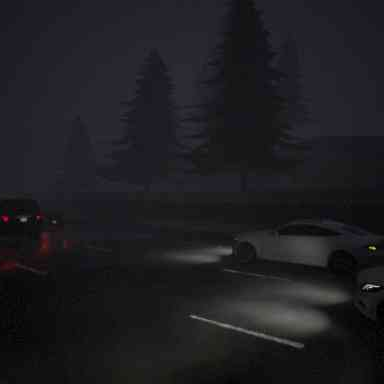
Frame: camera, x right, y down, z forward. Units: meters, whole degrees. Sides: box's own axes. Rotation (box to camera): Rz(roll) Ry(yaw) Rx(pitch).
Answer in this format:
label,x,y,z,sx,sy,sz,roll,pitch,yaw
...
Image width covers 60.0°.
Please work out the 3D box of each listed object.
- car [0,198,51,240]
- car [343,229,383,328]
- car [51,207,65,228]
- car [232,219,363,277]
label,x,y,z,sx,sy,sz,roll,pitch,yaw
car,-9.453,1.342,16.650,5.566,2.045,2.150,-1,0,43
car,4.957,1.527,4.835,4.674,1.442,1.812,-1,0,35
car,-10.165,1.677,22.273,4.674,1.442,1.812,-1,0,45
car,3.478,1.559,10.278,4.674,1.442,1.812,0,0,37
